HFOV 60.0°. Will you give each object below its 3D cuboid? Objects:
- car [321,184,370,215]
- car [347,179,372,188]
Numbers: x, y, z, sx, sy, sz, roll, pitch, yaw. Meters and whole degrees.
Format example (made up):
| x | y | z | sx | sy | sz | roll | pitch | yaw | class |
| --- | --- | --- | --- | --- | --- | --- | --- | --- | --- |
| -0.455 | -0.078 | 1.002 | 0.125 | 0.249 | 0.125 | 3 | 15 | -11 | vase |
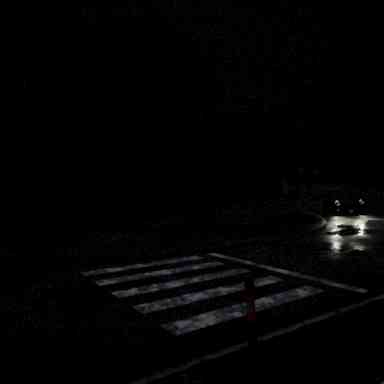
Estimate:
| x | y | z | sx | sy | sz | roll | pitch | yaw | class |
| --- | --- | --- | --- | --- | --- | --- | --- | --- | --- |
| 11.260 | 0.638 | 25.075 | 2.097 | 1.767 | 4.553 | -3 | 2 | 9 | car |
| 26.746 | -1.336 | 53.354 | 1.882 | 1.535 | 5.008 | -4 | 2 | -3 | car |
